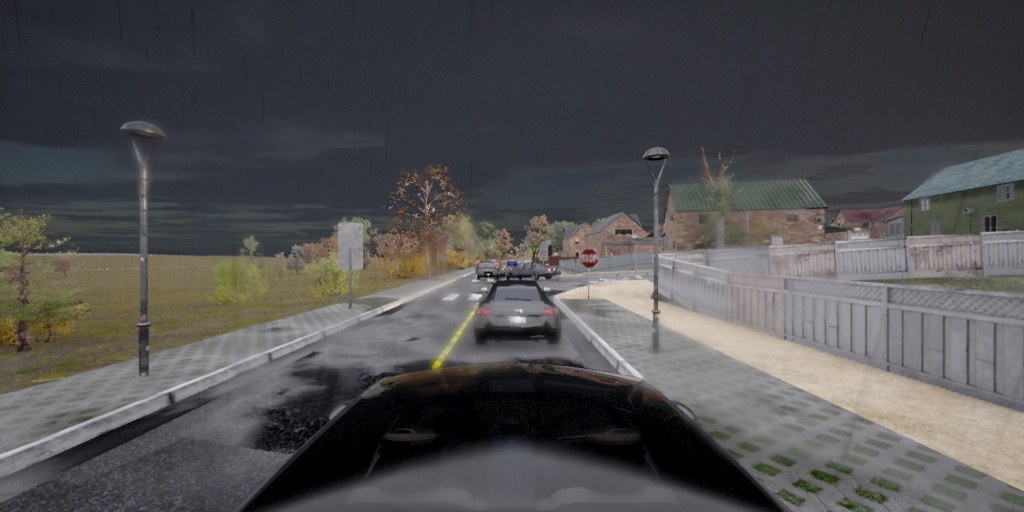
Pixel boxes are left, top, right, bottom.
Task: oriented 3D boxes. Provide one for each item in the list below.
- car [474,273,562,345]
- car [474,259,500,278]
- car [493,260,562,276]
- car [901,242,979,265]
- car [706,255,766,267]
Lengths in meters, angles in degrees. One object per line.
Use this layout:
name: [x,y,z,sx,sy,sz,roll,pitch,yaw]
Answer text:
car: [0.102,1.316,9.545,1.994,1.385,4.181,0,0,-1]
car: [-2.251,1.269,31.471,1.837,1.490,4.892,0,0,-8]
car: [1.337,1.208,28.559,5.357,1.411,2.033,-4,-3,43]
car: [23.888,-0.201,20.514,4.902,1.511,2.128,-3,0,14]
car: [14.387,0.421,22.936,4.181,1.385,1.994,-3,0,16]
